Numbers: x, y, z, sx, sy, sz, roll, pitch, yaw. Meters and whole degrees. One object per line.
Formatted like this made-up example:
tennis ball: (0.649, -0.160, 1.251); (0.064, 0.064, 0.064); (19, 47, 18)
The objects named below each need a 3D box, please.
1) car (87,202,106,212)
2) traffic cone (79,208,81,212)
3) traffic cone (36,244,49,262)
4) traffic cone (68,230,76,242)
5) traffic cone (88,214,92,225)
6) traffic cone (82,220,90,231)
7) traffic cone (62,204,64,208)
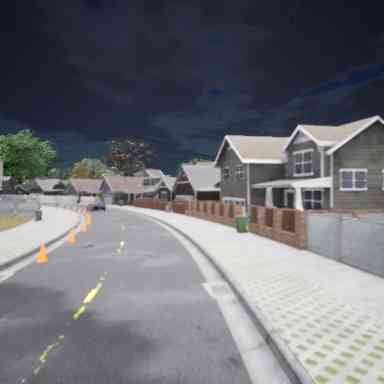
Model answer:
car: (-12.632, 1.956, 43.910); (1.895, 1.301, 4.718); (-1, 0, -26)
traffic cone: (-14.869, 2.329, 44.192); (0.340, 0.580, 0.340); (-1, 0, -26)
traffic cone: (-5.183, 2.100, 11.565); (0.340, 0.580, 0.340); (0, -1, -7)
traffic cone: (-5.905, 2.153, 16.395); (0.340, 0.580, 0.340); (0, -1, -10)
traffic cone: (-8.020, 2.239, 25.927); (0.340, 0.580, 0.340); (0, 0, -15)
traffic cone: (-6.852, 2.200, 21.186); (0.340, 0.580, 0.340); (0, 0, -13)
traffic cone: (-22.174, 2.368, 56.880); (0.340, 0.580, 0.340); (-1, 0, -34)
